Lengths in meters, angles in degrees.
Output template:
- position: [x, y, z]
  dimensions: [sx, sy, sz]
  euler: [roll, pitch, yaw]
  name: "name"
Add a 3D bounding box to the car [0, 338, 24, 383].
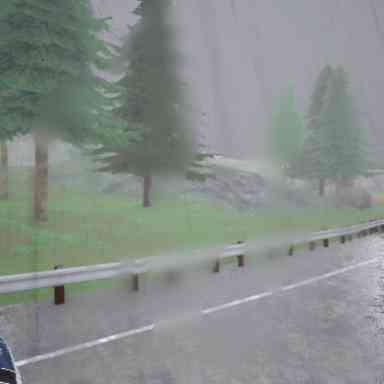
- position: [-3.279, 1.355, 1.587]
  dimensions: [4.553, 1.767, 2.097]
  euler: [0, 0, -35]
  name: "car"
